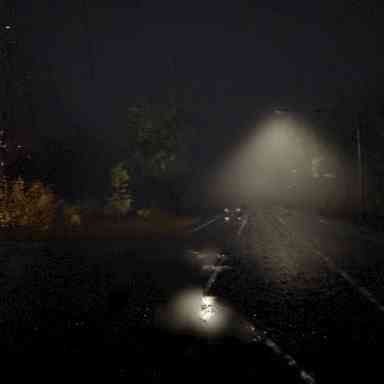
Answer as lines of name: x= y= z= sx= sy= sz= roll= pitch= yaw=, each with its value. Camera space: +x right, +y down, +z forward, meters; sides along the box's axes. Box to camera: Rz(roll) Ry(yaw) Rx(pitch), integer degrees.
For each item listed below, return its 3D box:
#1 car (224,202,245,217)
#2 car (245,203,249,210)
car: x=5.492 y=2.330 z=44.287 sx=2.097 sy=1.767 sz=4.553 roll=-2 pitch=-2 yaw=10
car: x=10.858 y=2.944 z=69.955 sx=1.882 sy=1.535 sz=5.008 roll=-2 pitch=-2 yaw=16
